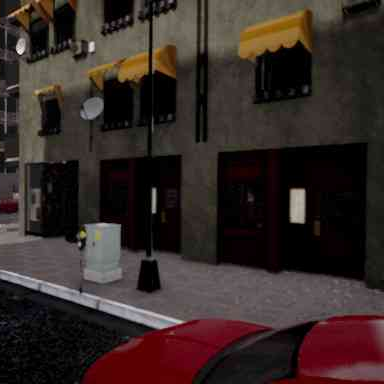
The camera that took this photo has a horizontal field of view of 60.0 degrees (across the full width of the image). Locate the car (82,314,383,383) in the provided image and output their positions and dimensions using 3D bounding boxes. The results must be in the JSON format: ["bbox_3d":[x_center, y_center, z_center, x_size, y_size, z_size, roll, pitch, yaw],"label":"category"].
[{"bbox_3d":[1.139,1.544,2.053,4.507,1.381,1.887,0,1,36],"label":"car"}]

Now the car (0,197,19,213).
[{"bbox_3d":[-16.700,1.174,28.995,1.887,1.381,4.507,2,2,35],"label":"car"}]
